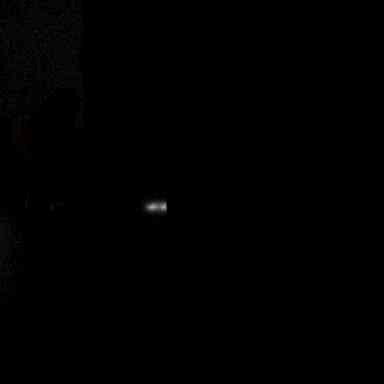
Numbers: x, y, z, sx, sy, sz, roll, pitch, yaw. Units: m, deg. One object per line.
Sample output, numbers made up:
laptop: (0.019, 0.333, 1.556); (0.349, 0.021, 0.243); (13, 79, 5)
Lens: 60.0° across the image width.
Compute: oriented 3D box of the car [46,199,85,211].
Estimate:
car: (-13.595, 1.398, 36.945); (1.895, 1.301, 4.718); (-2, 0, 35)
